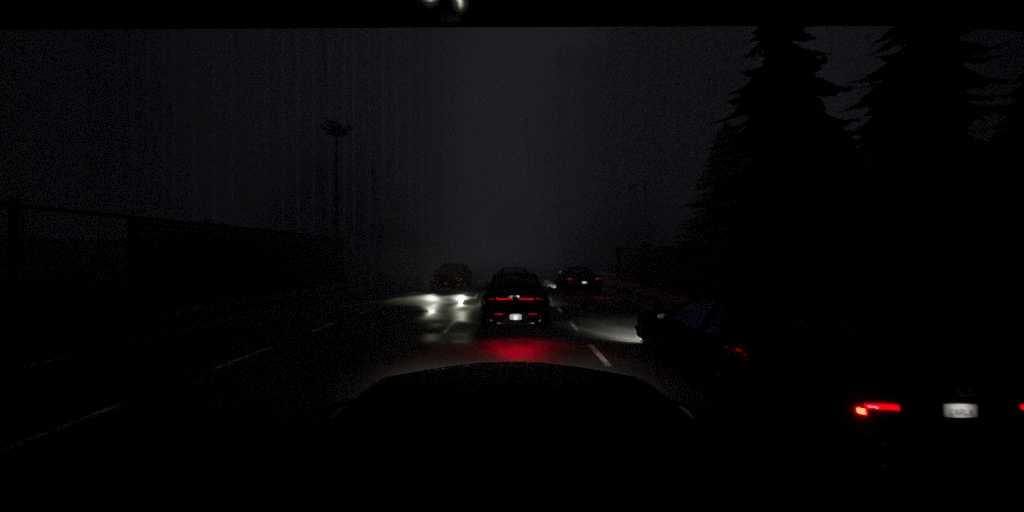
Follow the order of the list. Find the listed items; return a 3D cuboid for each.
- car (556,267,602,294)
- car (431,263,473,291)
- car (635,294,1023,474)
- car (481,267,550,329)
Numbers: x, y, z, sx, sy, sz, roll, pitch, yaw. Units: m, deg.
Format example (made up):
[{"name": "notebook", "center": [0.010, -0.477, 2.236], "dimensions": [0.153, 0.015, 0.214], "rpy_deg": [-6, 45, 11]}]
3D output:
[{"name": "car", "center": [3.592, 1.273, 19.775], "dimensions": [1.994, 1.385, 4.181], "rpy_deg": [0, 0, 0]}, {"name": "car", "center": [-3.512, 1.184, 21.500], "dimensions": [1.882, 1.535, 5.008], "rpy_deg": [0, 0, 0]}, {"name": "car", "center": [3.603, 1.289, 5.395], "dimensions": [2.033, 1.411, 5.357], "rpy_deg": [0, 0, 0]}, {"name": "car", "center": [0.092, 1.234, 11.192], "dimensions": [1.837, 1.490, 4.892], "rpy_deg": [0, 0, 0]}]
